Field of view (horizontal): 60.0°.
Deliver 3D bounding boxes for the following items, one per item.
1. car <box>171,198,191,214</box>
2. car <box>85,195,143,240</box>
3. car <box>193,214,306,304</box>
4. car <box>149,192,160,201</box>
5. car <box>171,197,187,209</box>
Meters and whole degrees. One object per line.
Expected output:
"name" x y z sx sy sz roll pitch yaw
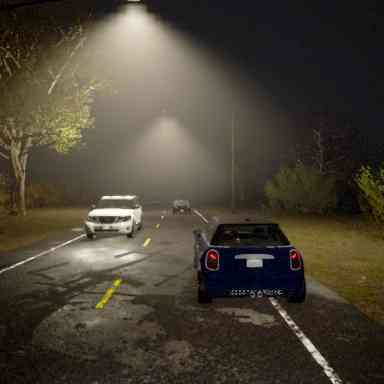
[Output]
"car" -1.109 1.547 35.070 1.895 1.301 4.718 0 0 -3
"car" -3.870 1.206 17.429 2.150 2.045 5.566 0 0 -2
"car" 1.129 1.346 8.337 2.097 1.767 4.553 0 0 -1
"car" -8.552 1.025 76.112 2.150 2.045 5.566 0 0 -7
"car" -1.843 1.484 45.335 1.994 1.385 4.181 0 0 -5
